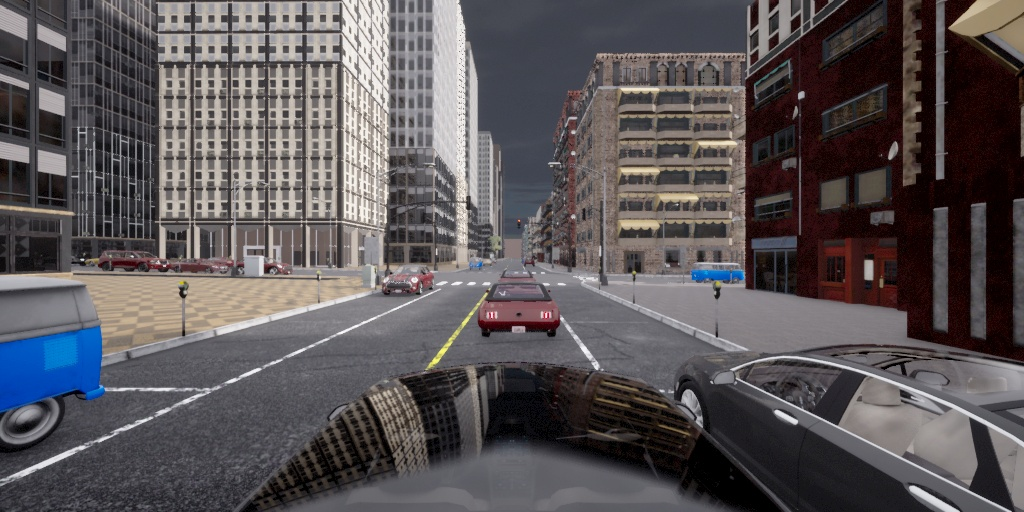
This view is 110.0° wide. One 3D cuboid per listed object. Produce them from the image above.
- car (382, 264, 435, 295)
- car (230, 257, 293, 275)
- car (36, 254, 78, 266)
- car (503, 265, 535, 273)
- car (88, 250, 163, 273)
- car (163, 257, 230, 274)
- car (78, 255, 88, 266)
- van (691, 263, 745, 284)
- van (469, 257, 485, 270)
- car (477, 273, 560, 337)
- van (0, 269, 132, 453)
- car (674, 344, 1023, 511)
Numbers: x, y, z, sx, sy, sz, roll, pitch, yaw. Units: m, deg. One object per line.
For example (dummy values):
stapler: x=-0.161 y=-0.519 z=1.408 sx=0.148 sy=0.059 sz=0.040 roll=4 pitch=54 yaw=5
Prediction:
car: x=-5.531 y=1.191 z=19.478 sx=1.967 sy=1.591 sz=4.097 roll=0 pitch=0 yaw=1
car: x=-20.888 y=0.821 z=30.386 sx=4.097 sy=1.591 sz=1.967 roll=0 pitch=0 yaw=0
car: x=-48.770 y=0.398 z=38.959 sx=4.313 sy=1.339 sz=1.948 roll=0 pitch=0 yaw=0
car: x=0.247 y=1.352 z=19.396 sx=1.895 sy=1.301 sz=4.718 roll=0 pitch=0 yaw=0
car: x=-32.036 y=0.482 z=30.463 sx=5.009 sy=1.841 sz=2.192 roll=0 pitch=0 yaw=0
car: x=-26.462 y=0.856 z=30.424 sx=4.207 sy=1.307 sz=1.802 roll=0 pitch=0 yaw=0
car: x=-43.364 y=0.465 z=38.922 sx=4.829 sy=1.417 sz=1.751 roll=0 pitch=0 yaw=0
van: x=17.169 y=1.456 z=29.987 sx=3.998 sy=1.789 sz=1.690 roll=0 pitch=0 yaw=0
van: x=-5.233 y=1.103 z=51.950 sx=1.690 sy=1.789 sz=3.998 roll=0 pitch=0 yaw=1
car: x=0.176 y=1.351 z=10.226 sx=1.895 sy=1.301 sz=4.718 roll=0 pitch=0 yaw=1
van: x=-5.685 y=1.091 z=2.533 sx=1.690 sy=1.789 sz=3.998 roll=0 pitch=0 yaw=1
car: x=2.695 y=1.300 z=2.455 sx=2.007 sy=1.370 sz=4.403 roll=0 pitch=0 yaw=1
